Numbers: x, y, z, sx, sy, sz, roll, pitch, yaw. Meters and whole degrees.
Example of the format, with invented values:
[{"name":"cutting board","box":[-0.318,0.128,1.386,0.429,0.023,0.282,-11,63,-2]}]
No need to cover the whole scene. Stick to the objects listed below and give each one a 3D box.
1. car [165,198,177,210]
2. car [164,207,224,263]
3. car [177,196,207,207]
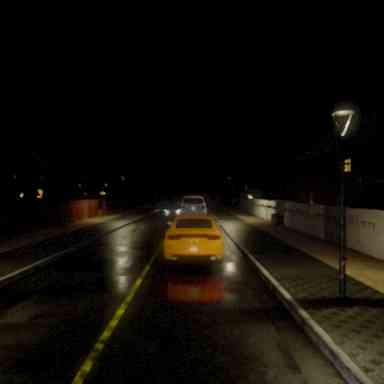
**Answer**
[{"name":"car","box":[-2.702,1.601,47.713,2.097,1.767,4.553,0,0,0]},{"name":"car","box":[0.079,1.540,12.292,1.882,1.535,5.008,0,0,1]},{"name":"car","box":[0.133,1.372,29.002,2.150,2.045,5.566,0,0,1]}]
